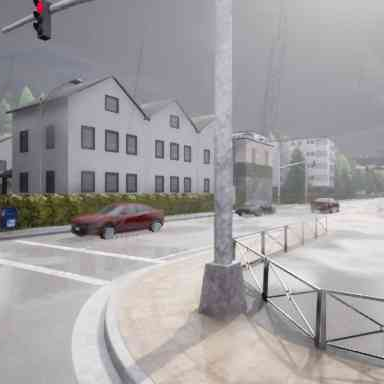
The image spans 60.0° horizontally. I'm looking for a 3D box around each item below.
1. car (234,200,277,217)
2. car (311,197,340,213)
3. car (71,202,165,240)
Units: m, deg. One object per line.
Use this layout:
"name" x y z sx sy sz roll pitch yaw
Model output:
"car" 5.647 1.359 28.896 2.033 1.411 5.357 0 0 35
"car" 13.515 1.289 33.611 1.882 1.535 5.008 0 0 35
"car" -3.407 1.290 16.116 1.882 1.535 5.008 0 0 35
